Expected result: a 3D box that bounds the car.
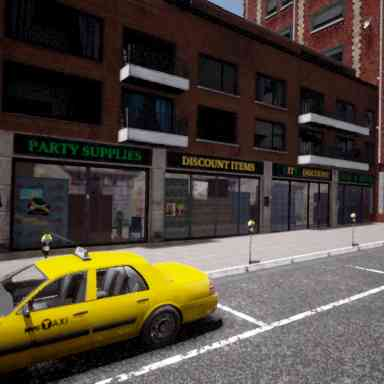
[{"bbox_3d":[-1.844,1.526,4.755,4.829,1.417,1.752,0,2,-35],"label":"car"}]
